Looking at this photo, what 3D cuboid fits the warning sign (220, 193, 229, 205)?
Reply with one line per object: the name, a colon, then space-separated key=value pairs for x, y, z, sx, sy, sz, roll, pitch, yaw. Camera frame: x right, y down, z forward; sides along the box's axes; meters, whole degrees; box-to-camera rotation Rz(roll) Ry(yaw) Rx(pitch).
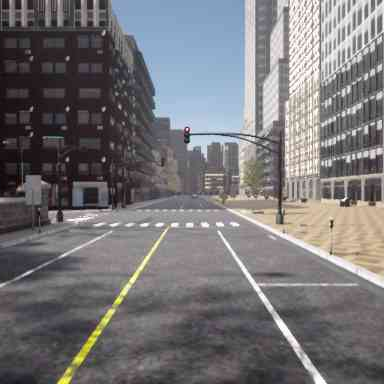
warning sign: x=5.071 y=1.133 z=52.213 sx=1.300 sy=1.860 sz=1.060 roll=0 pitch=0 yaw=0
